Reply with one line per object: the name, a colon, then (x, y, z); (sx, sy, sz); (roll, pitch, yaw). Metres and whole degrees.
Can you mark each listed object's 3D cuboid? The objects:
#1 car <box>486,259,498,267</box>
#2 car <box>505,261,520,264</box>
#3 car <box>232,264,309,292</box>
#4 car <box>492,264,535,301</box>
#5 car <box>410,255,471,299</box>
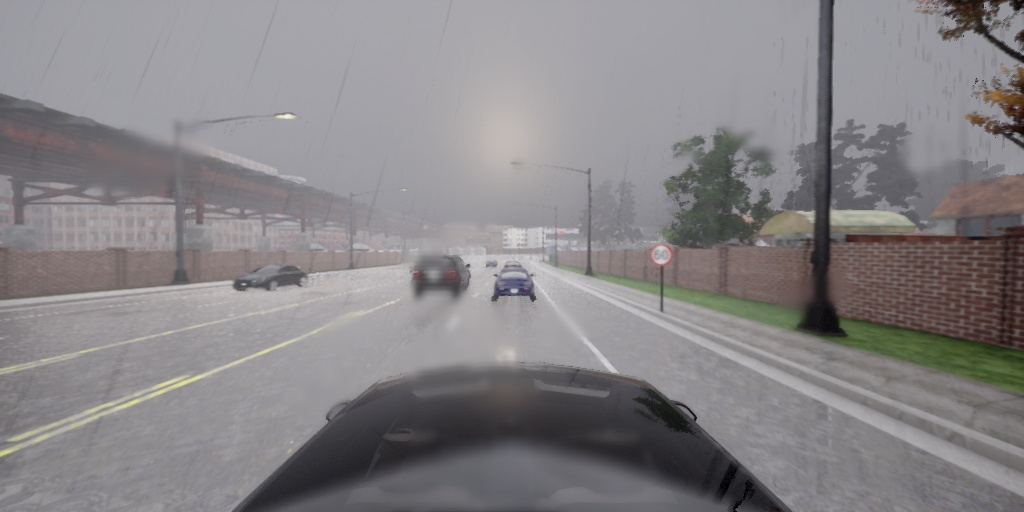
car: (-3.425, 1.250, 61.773); (1.895, 1.301, 4.718); (0, 1, 0)
car: (0.086, 1.225, 36.312); (1.882, 1.535, 5.008); (0, 0, 0)
car: (-14.084, 1.248, 21.266); (1.837, 1.490, 4.892); (0, 0, 0)
car: (0.092, 1.274, 17.186); (1.812, 1.442, 4.674); (0, 0, 0)
car: (-3.405, 0.969, 18.229); (2.150, 2.045, 5.566); (0, 0, 0)
